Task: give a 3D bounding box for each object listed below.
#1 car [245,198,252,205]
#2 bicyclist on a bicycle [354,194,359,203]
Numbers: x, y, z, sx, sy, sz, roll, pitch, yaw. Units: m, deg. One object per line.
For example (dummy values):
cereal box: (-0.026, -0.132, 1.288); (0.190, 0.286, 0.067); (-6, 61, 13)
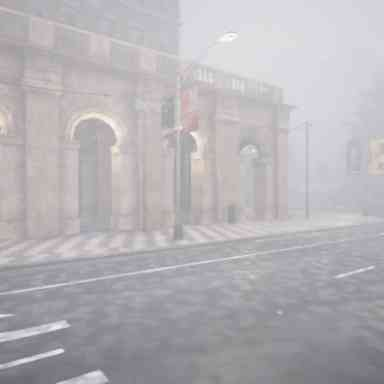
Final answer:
car: (7.819, 1.454, 55.583); (1.837, 1.490, 4.892); (0, 0, -36)
bicyclist on a bicycle: (29.258, 1.223, 59.124); (1.656, 1.620, 0.582); (0, 0, -36)
